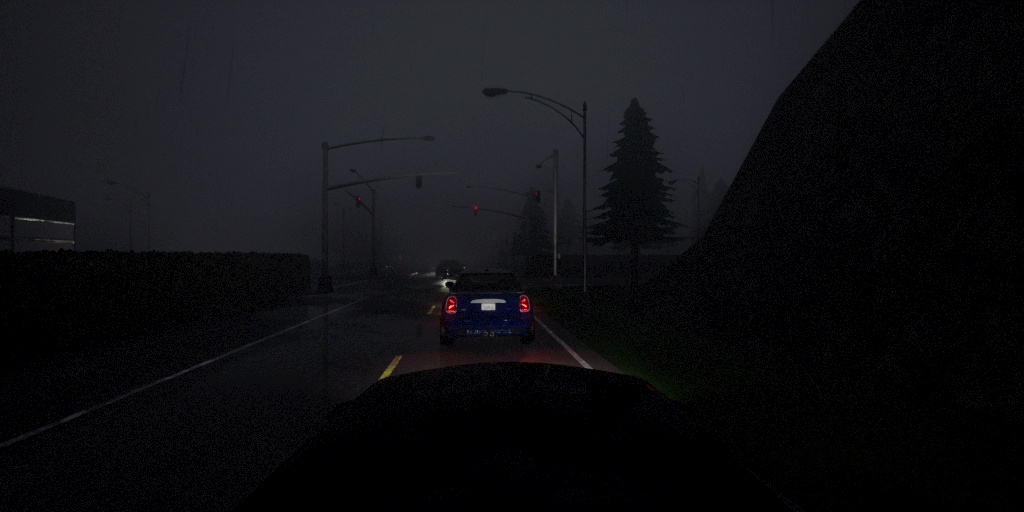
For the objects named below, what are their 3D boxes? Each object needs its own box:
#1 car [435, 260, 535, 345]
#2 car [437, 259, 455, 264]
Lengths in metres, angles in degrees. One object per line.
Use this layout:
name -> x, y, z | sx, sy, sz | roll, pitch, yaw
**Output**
car -> -0.737, 1.102, 9.753 | 2.097, 1.767, 4.553 | 0, 0, -6
car -> -5.509, 1.101, 32.468 | 2.097, 1.767, 4.553 | 0, 0, -23
